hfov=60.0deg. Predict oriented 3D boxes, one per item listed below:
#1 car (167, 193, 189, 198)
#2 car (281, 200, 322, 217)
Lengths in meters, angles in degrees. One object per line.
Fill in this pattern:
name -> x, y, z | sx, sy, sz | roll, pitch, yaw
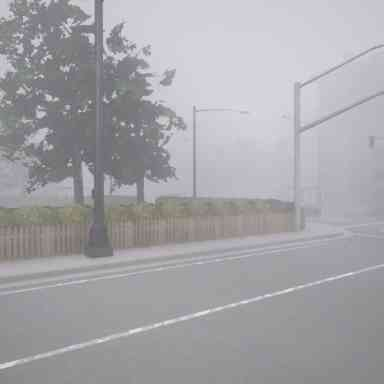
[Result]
car -> -1.761, 1.221, 47.470 | 2.150, 2.045, 5.566 | 0, 0, -34
car -> 9.619, 1.478, 31.005 | 1.882, 1.535, 5.008 | 0, 0, -35
